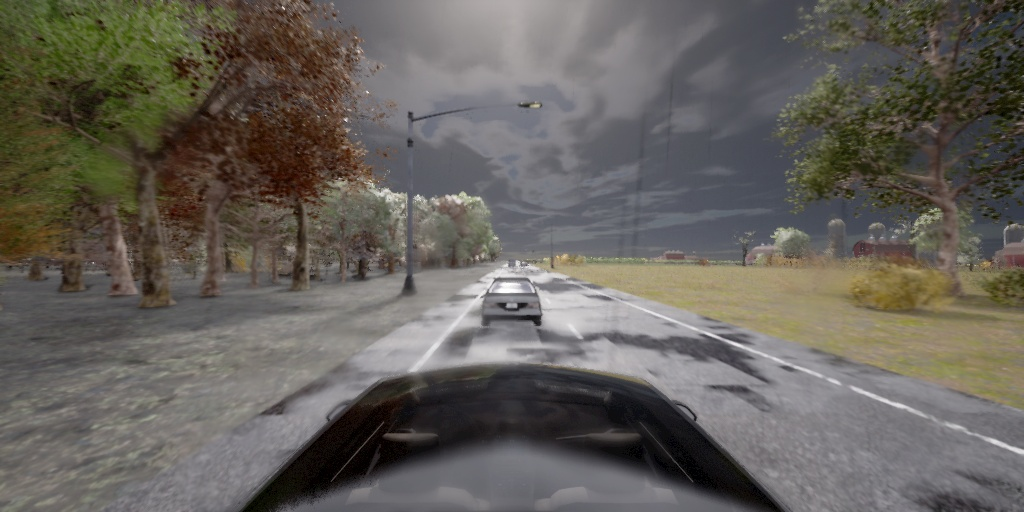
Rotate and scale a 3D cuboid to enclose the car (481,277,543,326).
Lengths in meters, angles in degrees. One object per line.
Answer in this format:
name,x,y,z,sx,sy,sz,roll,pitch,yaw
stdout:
car,-0.006,1.414,12.192,2.033,1.411,5.357,0,-1,0
